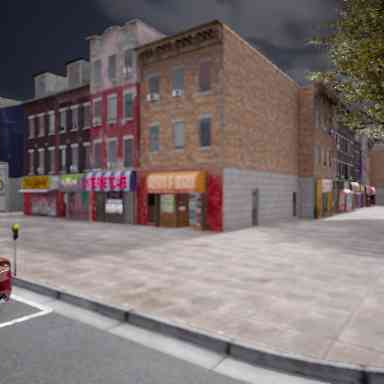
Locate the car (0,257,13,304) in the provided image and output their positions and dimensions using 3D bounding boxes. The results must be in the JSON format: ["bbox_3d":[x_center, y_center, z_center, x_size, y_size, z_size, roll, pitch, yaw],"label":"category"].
[{"bbox_3d":[-5.342,1.498,6.616,4.507,1.381,1.887,0,0,35],"label":"car"}]
